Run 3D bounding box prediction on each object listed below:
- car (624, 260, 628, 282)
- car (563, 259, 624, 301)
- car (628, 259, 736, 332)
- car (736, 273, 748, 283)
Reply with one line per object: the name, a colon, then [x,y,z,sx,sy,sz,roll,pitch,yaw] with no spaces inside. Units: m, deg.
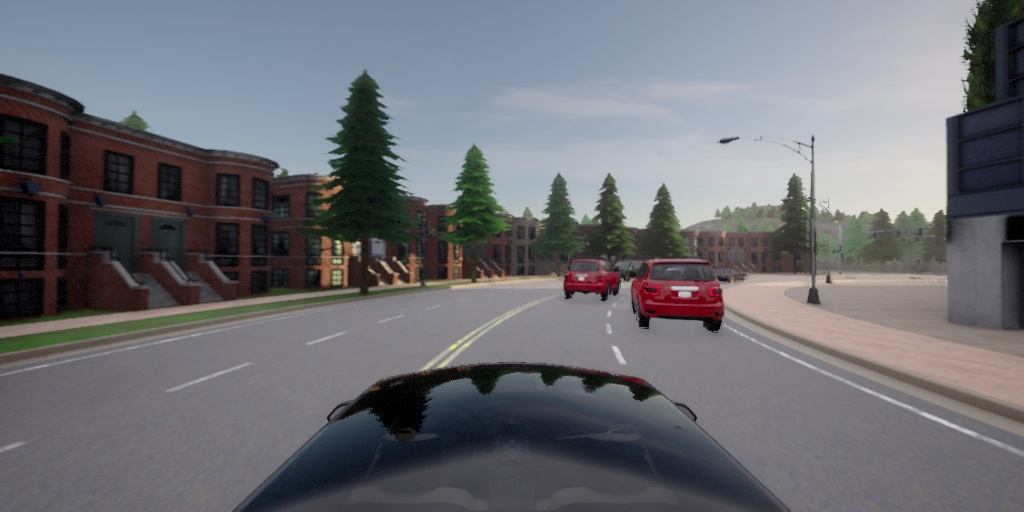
car: [11.271,1.432,35.137,5.566,2.045,2.150,1,-1,-43]
car: [4.467,1.209,19.624,2.150,2.045,5.566,0,-1,25]
car: [5.202,1.123,11.889,2.150,2.045,5.566,0,-1,15]
car: [19.805,1.842,32.964,4.718,1.301,1.895,1,-1,-37]
